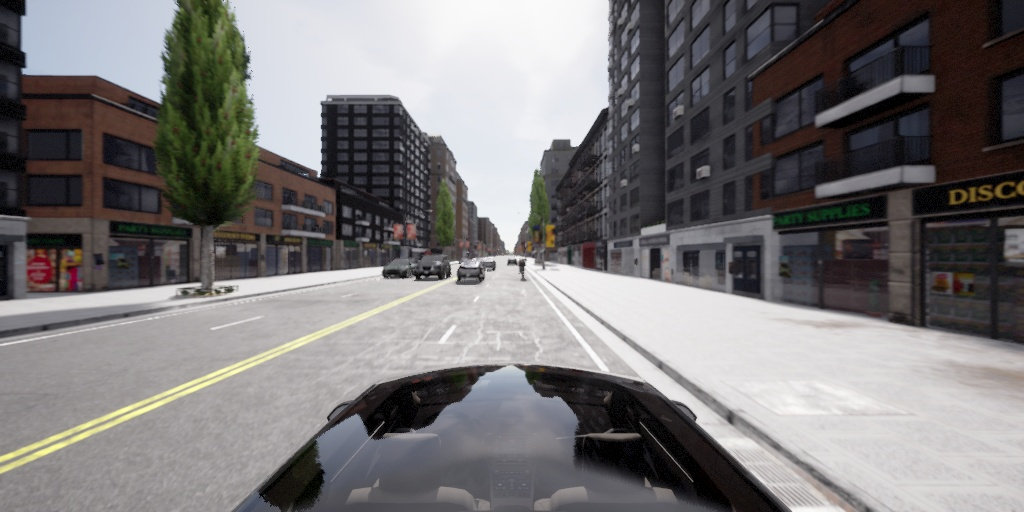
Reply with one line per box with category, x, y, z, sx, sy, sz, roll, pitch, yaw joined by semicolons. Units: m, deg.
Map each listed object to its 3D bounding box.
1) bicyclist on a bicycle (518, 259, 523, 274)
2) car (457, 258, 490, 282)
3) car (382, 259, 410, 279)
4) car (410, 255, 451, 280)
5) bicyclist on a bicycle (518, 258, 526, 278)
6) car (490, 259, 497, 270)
bicyclist on a bicycle;0.902;1.108;38.943;0.582;1.620;1.656;0;0;0
car;-3.142;1.175;28.284;2.128;1.511;4.902;0;0;0
car;-9.834;1.026;31.798;2.097;1.767;4.553;0;0;0
car;-6.587;0.899;30.390;2.150;2.045;5.566;0;0;0
bicyclist on a bicycle;0.901;1.050;30.020;0.659;1.776;1.843;0;0;0
car;-3.137;1.116;49.549;2.128;1.511;4.902;0;0;0
